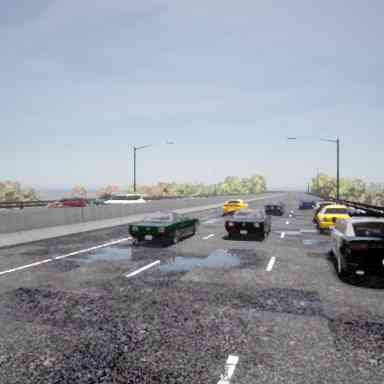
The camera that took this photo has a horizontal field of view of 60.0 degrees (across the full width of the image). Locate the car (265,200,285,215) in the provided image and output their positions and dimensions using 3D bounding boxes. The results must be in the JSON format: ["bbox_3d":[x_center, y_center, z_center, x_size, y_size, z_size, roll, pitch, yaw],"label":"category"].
[{"bbox_3d":[8.497,1.539,34.305,2.033,1.411,5.357,0,0,18],"label":"car"}]

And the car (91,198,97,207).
[{"bbox_3d":[-9.193,1.215,37.136,2.150,2.045,5.566,0,0,18],"label":"car"}]

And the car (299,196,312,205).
[{"bbox_3d":[20.509,1.530,60.310,2.033,1.411,5.357,0,0,18],"label":"car"}]

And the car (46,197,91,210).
[{"bbox_3d":[-13.387,1.347,35.548,2.097,1.767,4.553,0,0,18],"label":"car"}]

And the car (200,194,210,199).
[{"bbox_3d":[3.416,1.331,75.672,2.097,1.767,4.553,0,0,18],"label":"car"}]

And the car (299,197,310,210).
[{"bbox_3d":[14.878,1.553,42.922,1.994,1.385,4.181,0,0,18],"label":"car"}]

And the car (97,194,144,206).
[{"bbox_3d":[-6.757,1.216,33.304,2.150,2.045,5.566,0,0,18],"label":"car"}]

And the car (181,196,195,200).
[{"bbox_3d":[-0.832,1.575,73.920,1.895,1.301,4.718,0,0,18],"label":"car"}]

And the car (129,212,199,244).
[{"bbox_3d":[-1.115,1.598,16.023,1.895,1.301,4.718,0,0,18],"label":"car"}]

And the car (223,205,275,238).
[{"bbox_3d":[3.154,1.597,17.839,1.895,1.301,4.718,0,0,18],"label":"car"}]

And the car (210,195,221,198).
[{"bbox_3d":[5.835,1.532,71.788,1.994,1.385,4.181,0,0,18],"label":"car"}]

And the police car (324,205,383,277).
[{"bbox_3d":[5.321,1.423,10.099,1.930,1.638,5.238,0,0,18],"label":"police car"}]

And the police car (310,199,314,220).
[{"bbox_3d":[10.260,1.419,25.317,1.930,1.638,5.238,0,0,18],"label":"police car"}]

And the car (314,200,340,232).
[{"bbox_3d":[8.432,1.451,19.686,1.801,1.575,5.366,0,0,18],"label":"car"}]

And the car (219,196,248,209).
[{"bbox_3d":[4.394,1.471,33.001,1.882,1.535,5.008,0,0,18],"label":"car"}]
